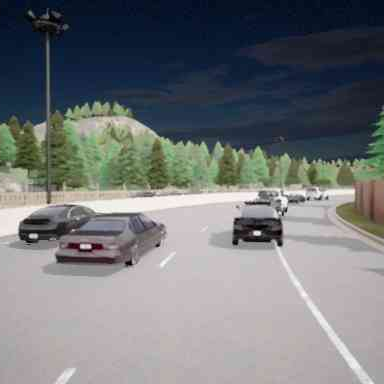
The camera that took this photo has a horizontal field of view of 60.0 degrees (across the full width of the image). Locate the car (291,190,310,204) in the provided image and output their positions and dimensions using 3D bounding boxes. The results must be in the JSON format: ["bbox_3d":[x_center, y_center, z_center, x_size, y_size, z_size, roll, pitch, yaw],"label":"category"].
[{"bbox_3d":[13.695,0.800,44.104,1.994,1.385,4.181,1,1,33],"label":"car"}]

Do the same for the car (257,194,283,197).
[{"bbox_3d":[4.892,1.120,22.393,1.837,1.490,4.892,0,1,17],"label":"car"}]

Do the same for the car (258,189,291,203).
[{"bbox_3d":[6.584,0.752,27.345,2.150,2.045,5.566,0,1,21],"label":"car"}]

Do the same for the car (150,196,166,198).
[{"bbox_3d":[-3.517,0.656,49.179,1.882,1.535,5.008,0,1,30],"label":"car"}]

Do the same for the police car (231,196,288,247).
[{"bbox_3d":[2.771,1.182,14.089,1.930,1.638,5.238,0,1,11],"label":"police car"}]

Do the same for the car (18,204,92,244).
[{"bbox_3d":[-5.164,1.273,14.152,1.837,1.490,4.892,0,1,10],"label":"car"}]

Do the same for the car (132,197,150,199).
[{"bbox_3d":[-7.356,0.686,49.471,1.837,1.490,4.892,0,1,30],"label":"car"}]

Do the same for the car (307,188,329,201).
[{"bbox_3d":[19.864,0.302,52.833,2.150,2.045,5.566,1,1,40],"label":"car"}]

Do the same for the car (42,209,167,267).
[{"bbox_3d":[-2.266,1.367,10.804,2.033,1.411,5.357,0,1,9],"label":"car"}]

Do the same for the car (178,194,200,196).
[{"bbox_3d":[0.016,0.540,48.250,2.097,1.767,4.553,0,1,31],"label":"car"}]
